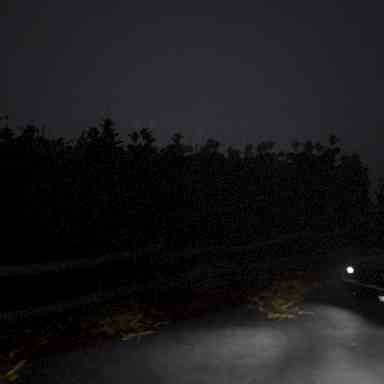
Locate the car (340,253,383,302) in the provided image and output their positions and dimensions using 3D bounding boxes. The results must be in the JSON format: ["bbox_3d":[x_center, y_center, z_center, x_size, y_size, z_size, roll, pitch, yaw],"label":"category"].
[{"bbox_3d":[5.298,1.630,7.218,4.718,1.301,1.895,0,0,-35],"label":"car"}]
